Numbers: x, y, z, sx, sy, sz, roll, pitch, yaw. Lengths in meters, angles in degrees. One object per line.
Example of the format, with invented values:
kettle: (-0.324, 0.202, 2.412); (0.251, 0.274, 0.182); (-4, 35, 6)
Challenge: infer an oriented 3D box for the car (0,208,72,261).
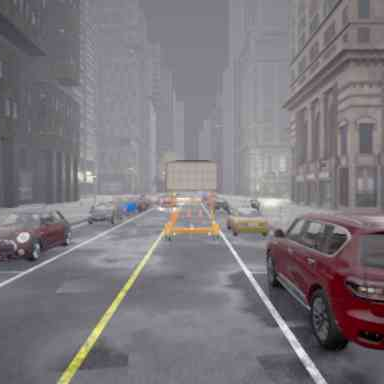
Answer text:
car: (-5.762, 1.353, 11.628); (1.967, 1.590, 4.097); (0, 0, 0)

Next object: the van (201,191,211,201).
van: (2.782, 0.931, 55.812); (1.690, 1.788, 3.998); (0, 0, 0)

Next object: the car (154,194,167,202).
car: (-5.770, 1.095, 61.357); (1.887, 1.381, 4.507); (0, 0, 0)

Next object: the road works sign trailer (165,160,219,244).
road works sign trailer: (0.002, 0.351, 15.169); (2.380, 3.560, 2.880); (0, 0, 0)

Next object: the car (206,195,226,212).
car: (2.776, 1.302, 33.714); (2.008, 1.369, 4.403); (0, 0, 0)

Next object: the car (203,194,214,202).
car: (2.779, 1.252, 44.764); (1.802, 1.307, 4.206); (0, 0, 0)

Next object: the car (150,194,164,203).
car: (-5.770, 1.135, 55.831); (1.887, 1.381, 4.507); (0, 0, 0)

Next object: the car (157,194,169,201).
car: (-5.771, 1.055, 66.882); (1.887, 1.381, 4.507); (0, 0, 0)

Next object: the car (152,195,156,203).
car: (-5.767, 1.256, 39.255); (1.887, 1.381, 4.507); (0, 0, 0)

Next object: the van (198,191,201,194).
van: (2.786, 0.812, 72.386); (1.690, 1.788, 3.998); (0, 0, 0)

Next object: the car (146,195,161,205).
car: (-5.769, 1.157, 50.136); (1.752, 1.417, 4.829); (0, 0, 0)

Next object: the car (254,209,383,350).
car: (2.770, 1.269, 6.089); (2.192, 1.841, 5.009); (0, 0, 0)

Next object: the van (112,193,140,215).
van: (-5.765, 1.133, 28.203); (1.690, 1.788, 3.998); (0, 0, 0)

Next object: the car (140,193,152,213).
car: (-5.765, 1.066, 33.728); (2.192, 1.841, 5.009); (0, 0, 0)

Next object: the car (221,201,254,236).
car: (2.772, 1.397, 17.309); (1.752, 1.417, 4.829); (0, 0, 0)

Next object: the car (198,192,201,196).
car: (2.784, 1.055, 66.863); (1.887, 1.381, 4.507); (0, 0, 0)

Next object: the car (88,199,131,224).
car: (-5.765, 1.383, 22.679); (2.008, 1.369, 4.403); (0, 0, 0)

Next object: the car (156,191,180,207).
car: (-3.082, 1.033, 43.280); (2.097, 1.767, 4.553); (0, 0, 0)
